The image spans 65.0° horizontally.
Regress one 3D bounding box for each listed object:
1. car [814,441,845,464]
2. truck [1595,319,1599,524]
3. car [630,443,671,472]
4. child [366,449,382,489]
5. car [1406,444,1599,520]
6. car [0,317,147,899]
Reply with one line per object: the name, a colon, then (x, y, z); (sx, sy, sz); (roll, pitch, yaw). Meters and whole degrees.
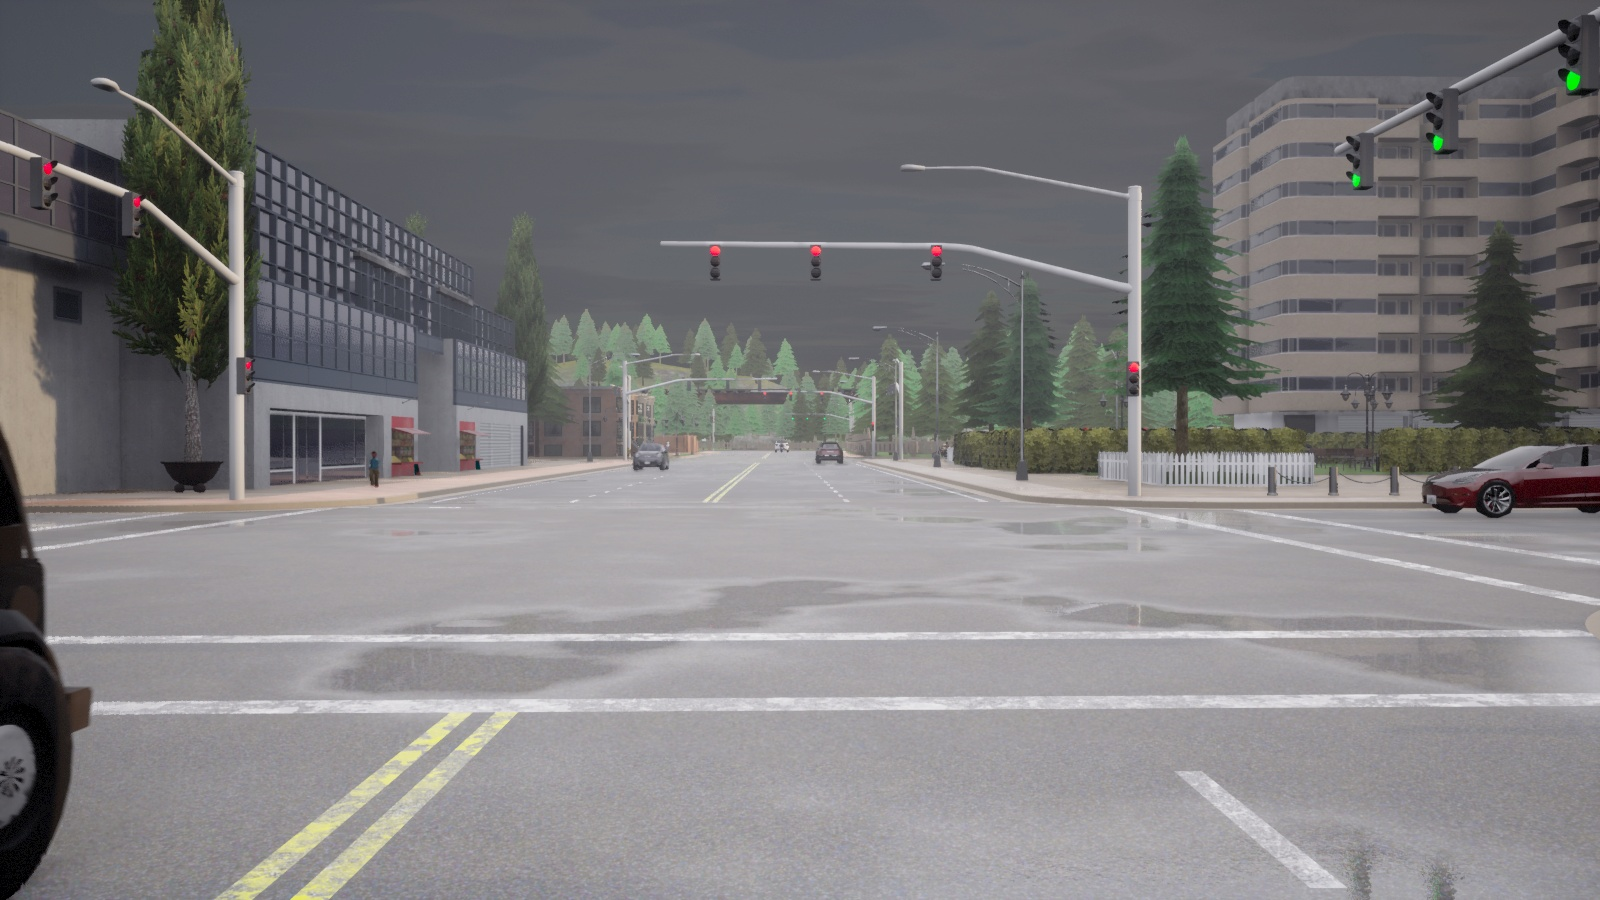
car: (2.115, 0.165, 90.991); (2.033, 1.649, 4.856); (0, 0, -1)
truck: (19.204, -0.528, 22.210); (8.468, 3.827, 2.891); (0, 0, -1)
car: (-8.064, 0.371, 67.848); (1.845, 1.501, 3.633); (0, 0, -1)
child: (-12.761, 0.562, 37.641); (0.343, 1.192, 0.448); (0, 0, -3)
car: (15.302, 0.614, 25.652); (4.792, 1.488, 2.163); (0, 0, -1)
car: (-3.484, 0.523, 2.944); (1.905, 1.878, 3.866); (0, 0, 0)
